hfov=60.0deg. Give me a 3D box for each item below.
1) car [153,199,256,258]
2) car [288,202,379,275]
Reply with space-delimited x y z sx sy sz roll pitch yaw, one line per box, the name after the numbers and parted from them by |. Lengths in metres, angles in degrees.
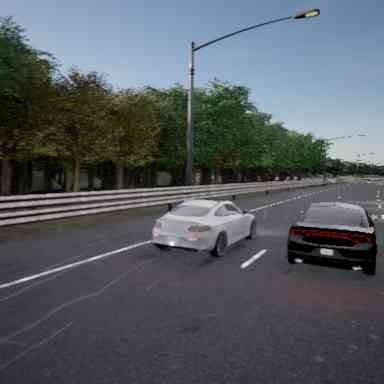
0.577 0.927 10.235 1.812 1.442 4.674 3 4 27 | car
3.991 1.016 9.221 1.882 1.535 5.008 3 4 27 | car
